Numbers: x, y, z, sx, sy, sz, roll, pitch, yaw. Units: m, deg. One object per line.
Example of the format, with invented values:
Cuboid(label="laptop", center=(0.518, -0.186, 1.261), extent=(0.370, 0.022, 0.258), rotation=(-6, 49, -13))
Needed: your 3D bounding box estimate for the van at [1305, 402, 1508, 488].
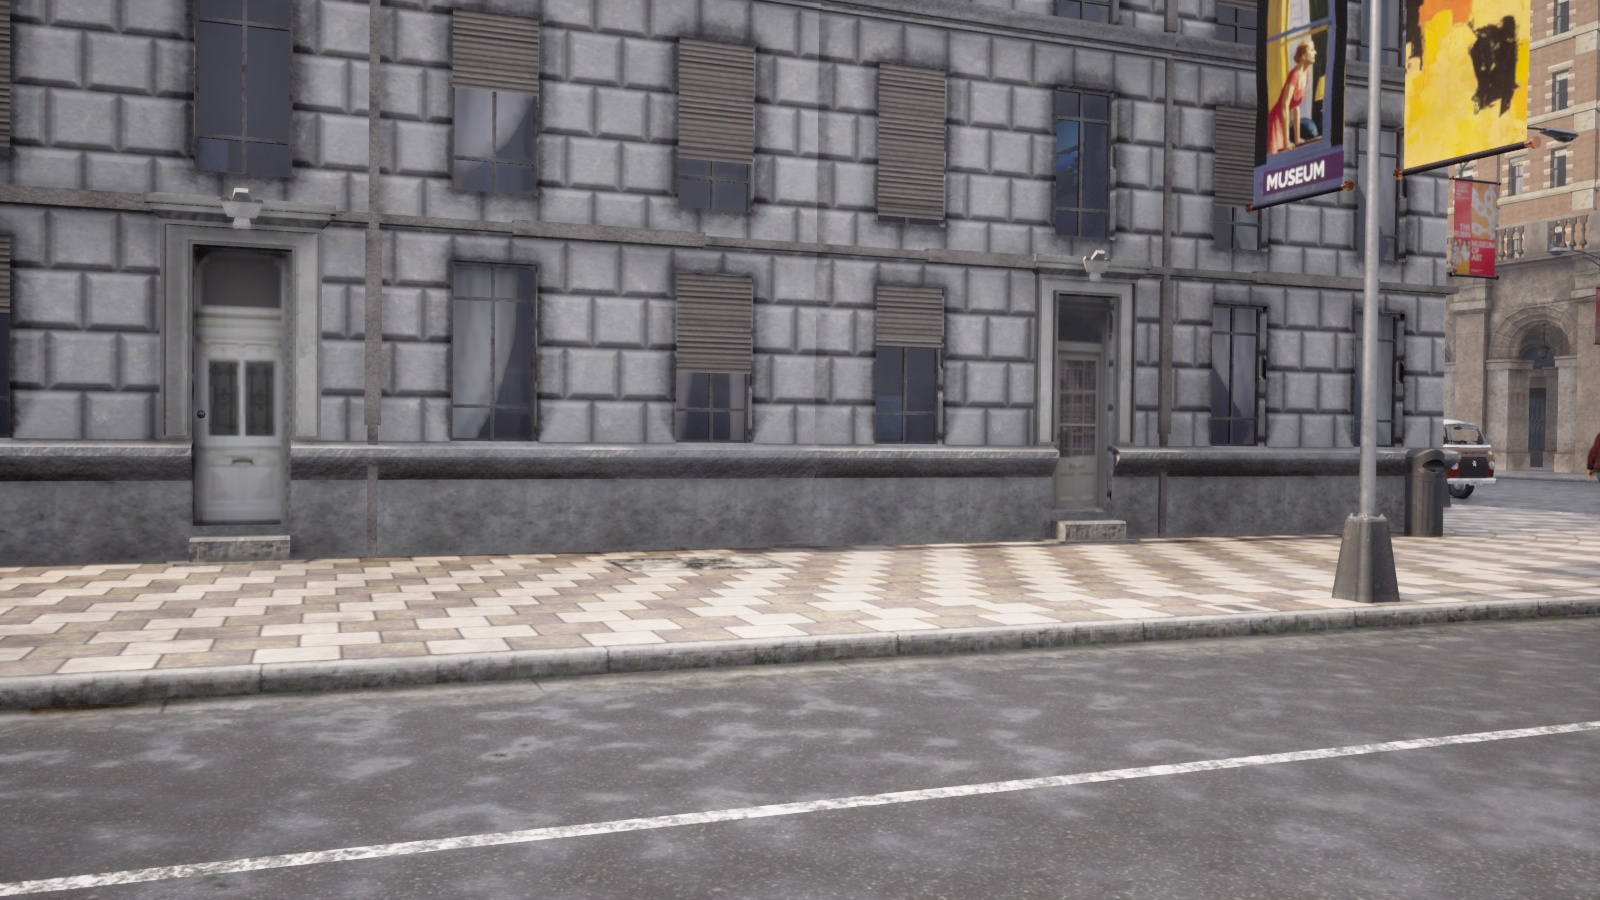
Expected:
Cuboid(label="van", center=(15.429, -0.173, 32.248), extent=(2.069, 2.038, 4.480), rotation=(-1, 1, -21))

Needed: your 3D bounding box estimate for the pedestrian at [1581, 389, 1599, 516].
Cuboid(label="pedestrian", center=(11.965, 0.027, 18.385), extent=(0.899, 1.844, 0.634), rotation=(-1, 1, -39))
